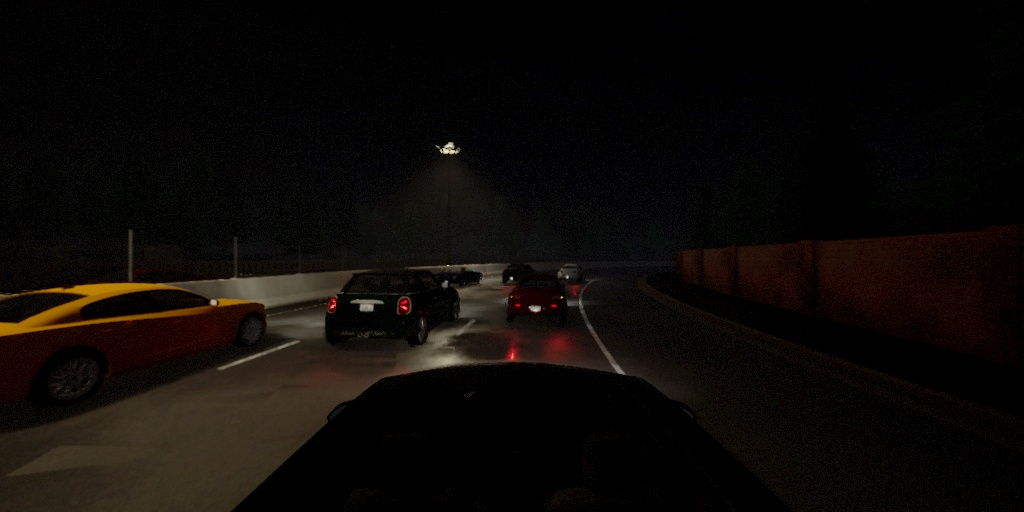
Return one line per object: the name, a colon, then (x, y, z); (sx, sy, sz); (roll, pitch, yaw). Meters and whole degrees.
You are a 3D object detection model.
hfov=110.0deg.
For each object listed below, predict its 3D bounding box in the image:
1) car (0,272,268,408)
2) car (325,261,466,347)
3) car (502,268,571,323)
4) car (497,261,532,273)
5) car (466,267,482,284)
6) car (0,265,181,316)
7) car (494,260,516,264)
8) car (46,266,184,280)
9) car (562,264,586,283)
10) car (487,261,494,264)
car: (-6.637, 1.206, 6.218); (1.882, 1.535, 5.008); (0, 0, 3)
car: (-2.857, 1.109, 9.616); (2.097, 1.767, 4.553); (0, 0, 5)
car: (0.937, 1.309, 12.307); (1.812, 1.442, 4.674); (0, 0, 7)
car: (0.662, 1.327, 27.554); (1.837, 1.490, 4.892); (0, 0, 16)
car: (-3.680, 1.395, 25.153); (1.895, 1.301, 4.718); (0, 0, 15)
car: (-16.616, 1.178, 14.279); (1.882, 1.535, 5.008); (0, 0, 8)
car: (-0.188, 1.387, 52.281); (1.837, 1.490, 4.892); (0, 0, 31)
car: (-13.288, 1.191, 12.693); (1.882, 1.535, 5.008); (0, 0, 7)
car: (4.925, 1.374, 29.414); (1.812, 1.442, 4.674); (0, 0, 18)
car: (-2.600, 1.405, 55.040); (1.812, 1.442, 4.674); (0, 0, 31)
